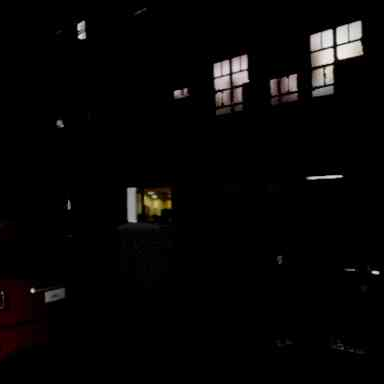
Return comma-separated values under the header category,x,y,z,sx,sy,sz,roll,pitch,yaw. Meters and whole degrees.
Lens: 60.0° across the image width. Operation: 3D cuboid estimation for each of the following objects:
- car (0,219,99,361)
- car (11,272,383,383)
category,x,y,z,sx,sy,sz,roll,pitch,yaw
car,-3.628,1.377,5.491,5.009,1.841,2.192,-1,-1,36
car,0.880,1.550,2.265,4.507,1.381,1.887,-1,-1,36
